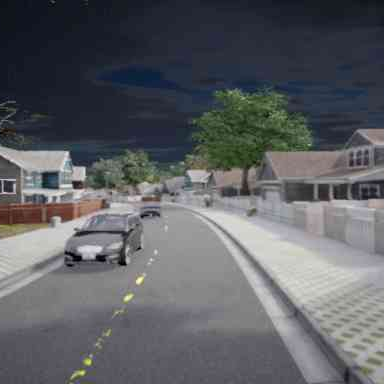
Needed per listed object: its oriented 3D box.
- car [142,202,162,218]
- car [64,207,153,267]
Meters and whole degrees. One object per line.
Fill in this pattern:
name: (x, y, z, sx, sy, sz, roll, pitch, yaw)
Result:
car: (-3.804, 1.601, 31.179, 2.033, 1.411, 5.357, -1, 0, -6)
car: (-2.830, 1.514, 11.592, 2.128, 1.511, 4.902, -1, 0, 0)
